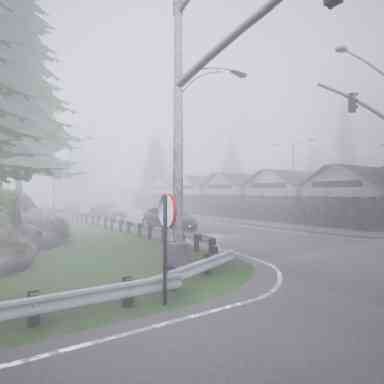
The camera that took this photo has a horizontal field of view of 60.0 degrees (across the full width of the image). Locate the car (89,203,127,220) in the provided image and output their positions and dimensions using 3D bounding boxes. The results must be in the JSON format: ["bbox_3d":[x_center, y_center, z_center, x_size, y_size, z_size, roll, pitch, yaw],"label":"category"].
[{"bbox_3d":[-7.610,1.739,29.742,2.033,1.411,5.357,0,0,-34],"label":"car"}]

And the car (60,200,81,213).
[{"bbox_3d":[-14.799,1.735,40.297,2.033,1.411,5.357,0,0,-27],"label":"car"}]

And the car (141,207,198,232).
[{"bbox_3d":[-1.512,1.696,20.984,1.837,1.490,4.892,0,0,-35],"label":"car"}]
